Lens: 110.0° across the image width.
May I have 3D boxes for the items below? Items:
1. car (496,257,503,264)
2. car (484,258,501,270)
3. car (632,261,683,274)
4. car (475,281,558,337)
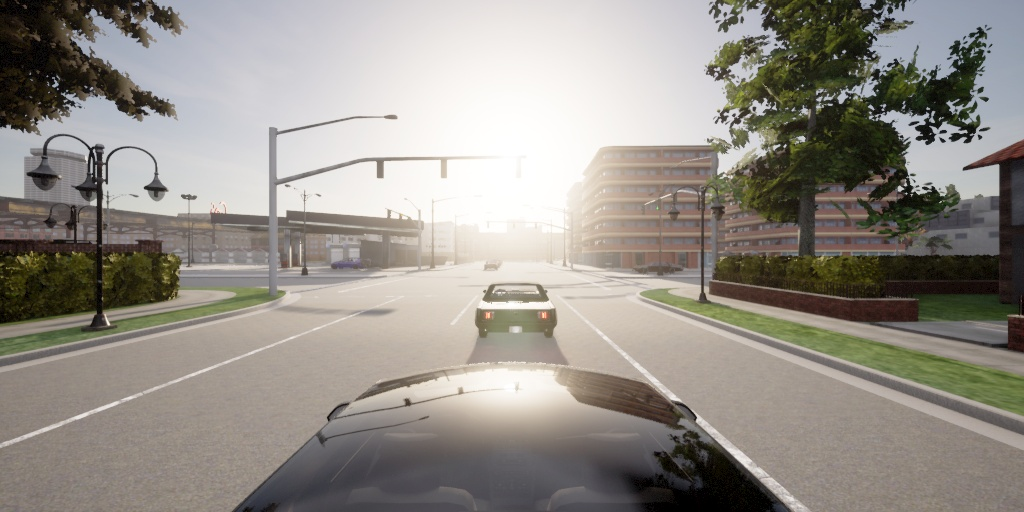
[{"bbox_3d":[-3.146,1.314,62.473,1.994,1.385,4.181,0,0,0],"label":"car"},{"bbox_3d":[-3.054,1.351,52.558,1.895,1.301,4.718,0,0,-1],"label":"car"},{"bbox_3d":[16.639,1.297,41.043,5.357,1.411,2.033,0,0,1],"label":"car"},{"bbox_3d":[0.098,1.351,10.227,1.895,1.301,4.718,0,0,0],"label":"car"}]
